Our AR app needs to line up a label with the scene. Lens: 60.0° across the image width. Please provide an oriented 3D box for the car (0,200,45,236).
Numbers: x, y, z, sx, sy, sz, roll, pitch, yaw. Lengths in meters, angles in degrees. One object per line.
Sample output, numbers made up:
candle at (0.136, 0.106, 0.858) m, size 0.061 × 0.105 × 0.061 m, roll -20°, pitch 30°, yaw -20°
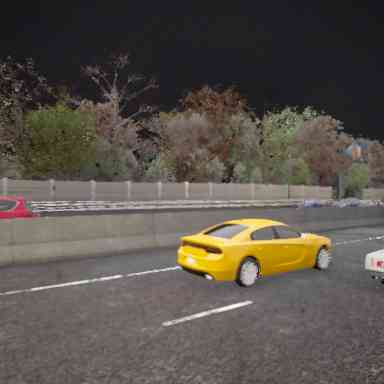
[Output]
car at (-10.595, 1.361, 17.930) m, size 4.553 × 1.767 × 2.097 m, roll 0°, pitch 0°, yaw -36°

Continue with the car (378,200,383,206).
car at (23.774, 1.624, 38.149) m, size 4.553 × 1.767 × 2.097 m, roll 0°, pitch 0°, yaw -35°

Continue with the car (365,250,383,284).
car at (6.416, 1.664, 8.328) m, size 4.718 × 1.301 × 1.895 m, roll 0°, pitch 0°, yaw -36°

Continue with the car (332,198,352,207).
car at (20.892, 1.634, 44.688) m, size 4.553 × 1.767 × 2.097 m, roll 0°, pitch 0°, yaw -35°

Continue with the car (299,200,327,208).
car at (16.772, 1.790, 46.046) m, size 4.674 × 1.442 × 1.812 m, roll 1°, pitch 0°, yaw -35°

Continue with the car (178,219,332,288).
car at (1.983, 1.521, 9.460) m, size 5.008 × 1.535 × 1.882 m, roll 0°, pitch 0°, yaw -36°

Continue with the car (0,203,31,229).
car at (-12.878, 1.485, 20.602) m, size 5.008 × 1.535 × 1.882 m, roll 0°, pitch 0°, yaw -36°

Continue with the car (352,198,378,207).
car at (22.707, 1.771, 41.687) m, size 4.902 × 1.511 × 2.128 m, roll 0°, pitch 0°, yaw -35°

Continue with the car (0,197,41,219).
car at (-9.780, 1.221, 14.212) m, size 5.566 × 2.045 × 2.150 m, roll 0°, pitch 0°, yaw -36°
